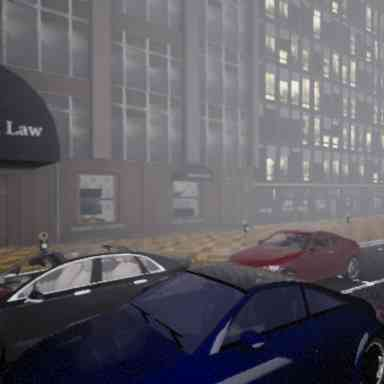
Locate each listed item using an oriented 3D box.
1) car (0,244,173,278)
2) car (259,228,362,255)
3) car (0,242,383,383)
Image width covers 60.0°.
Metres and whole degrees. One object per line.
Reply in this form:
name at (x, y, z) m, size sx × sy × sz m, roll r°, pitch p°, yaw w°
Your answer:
car at (-1.911, 1.556, 5.206) m, size 4.403 × 1.369 × 2.008 m, roll 0°, pitch -1°, yaw -35°
car at (2.721, 1.610, 8.500) m, size 4.206 × 1.307 × 1.802 m, roll 0°, pitch -1°, yaw -35°
car at (0.306, 1.573, 3.593) m, size 4.181 × 1.385 × 1.994 m, roll 0°, pitch 0°, yaw -35°
